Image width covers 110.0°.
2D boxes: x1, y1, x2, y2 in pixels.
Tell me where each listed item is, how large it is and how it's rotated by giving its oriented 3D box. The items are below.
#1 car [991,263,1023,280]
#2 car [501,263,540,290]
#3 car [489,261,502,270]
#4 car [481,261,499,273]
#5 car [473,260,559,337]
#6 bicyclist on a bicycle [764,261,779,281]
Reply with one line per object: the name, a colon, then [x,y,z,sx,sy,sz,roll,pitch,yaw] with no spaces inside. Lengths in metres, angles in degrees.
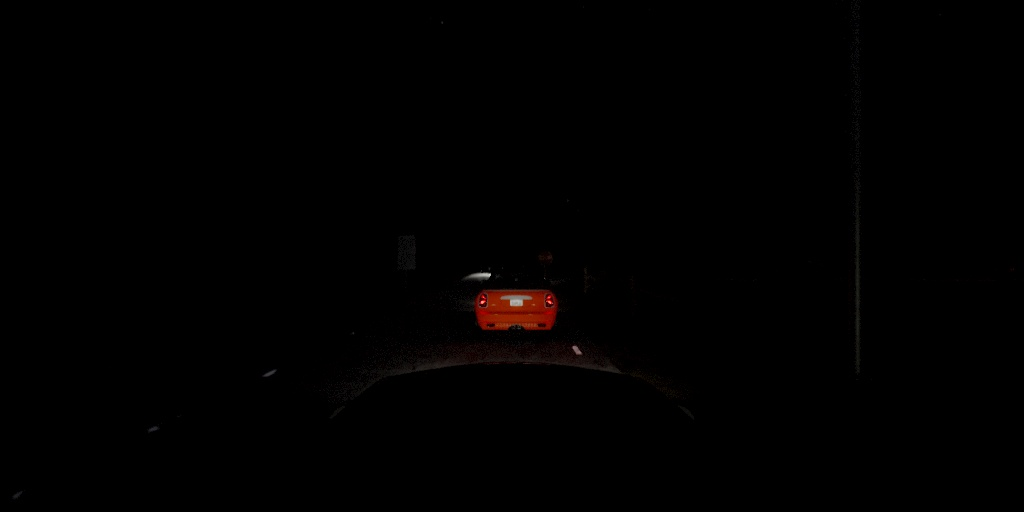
car: [44.395,1.329,30.684,5.008,1.535,1.882,0,-2,0]
car: [0.697,1.277,24.078,1.882,1.535,5.008,0,0,9]
car: [-2.781,1.575,60.476,1.994,1.385,4.181,0,0,0]
car: [-2.811,1.398,47.241,2.128,1.511,4.902,0,0,0]
car: [0.100,1.117,10.533,2.097,1.767,4.553,0,0,0]
bicyclist on a bicycle: [19.932,1.206,27.557,0.582,1.620,1.656,0,0,0]
